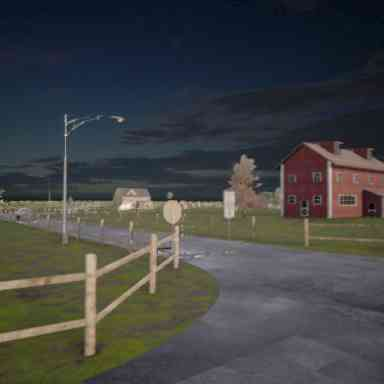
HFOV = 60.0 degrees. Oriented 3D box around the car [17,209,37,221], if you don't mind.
[{"bbox_3d":[-23.186,3.109,46.682,2.097,1.767,4.553,1,-3,-37],"label":"car"}]
